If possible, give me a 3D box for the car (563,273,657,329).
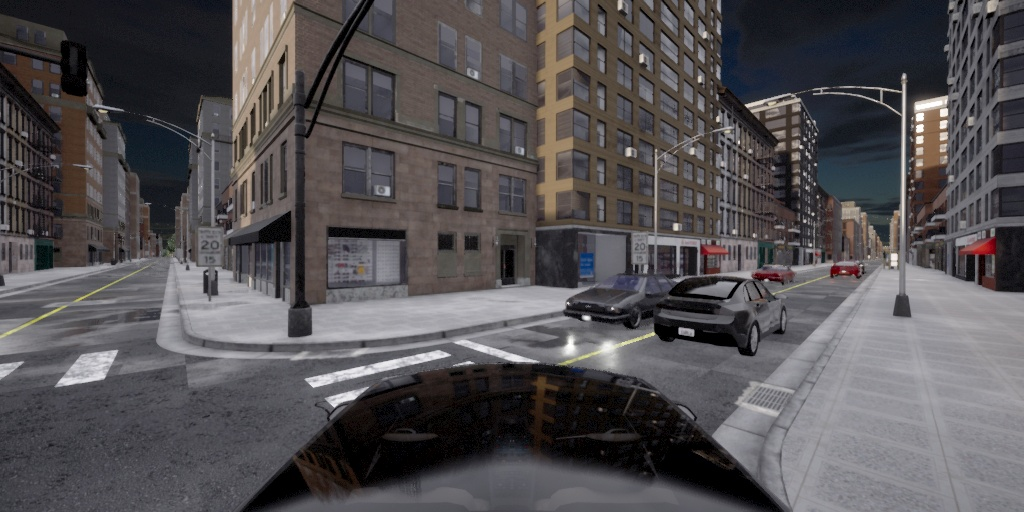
[{"bbox_3d":[3.923,1.266,11.441,5.357,1.411,2.033,0,0,-44],"label":"car"}]

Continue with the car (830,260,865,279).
[{"bbox_3d":[30.069,1.180,32.236,5.008,1.535,1.882,0,0,-43],"label":"car"}]

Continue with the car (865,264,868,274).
[{"bbox_3d":[37.629,1.194,39.458,4.902,1.511,2.128,0,0,-43],"label":"car"}]

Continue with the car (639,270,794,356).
[{"bbox_3d":[5.174,1.242,8.695,4.892,1.490,1.837,0,0,-44],"label":"car"}]

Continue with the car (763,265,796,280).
[{"bbox_3d":[18.357,1.298,25.131,4.718,1.301,1.895,0,0,-43],"label":"car"}]
